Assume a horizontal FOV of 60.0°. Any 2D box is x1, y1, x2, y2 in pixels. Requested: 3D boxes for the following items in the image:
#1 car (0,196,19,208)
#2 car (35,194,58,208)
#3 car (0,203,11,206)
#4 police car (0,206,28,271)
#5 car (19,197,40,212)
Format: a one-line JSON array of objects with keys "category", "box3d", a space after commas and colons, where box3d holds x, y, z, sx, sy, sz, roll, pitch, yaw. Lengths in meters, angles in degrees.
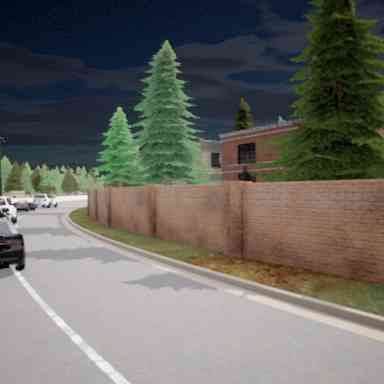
[{"category": "car", "box3d": [-13.269, 1.302, 22.561, 2.150, 2.045, 5.566, 0, 0, -25]}, {"category": "car", "box3d": [-21.973, 1.364, 49.954, 2.150, 2.045, 5.566, 0, 0, -5]}, {"category": "car", "box3d": [-10.947, 1.569, 17.864, 1.837, 1.490, 4.892, 0, 0, -28]}, {"category": "police car", "box3d": [-6.557, 1.463, 10.504, 1.930, 1.638, 5.238, 0, 0, -34]}, {"category": "car", "box3d": [-20.234, 1.689, 40.036, 1.994, 1.385, 4.181, 0, 0, -11]}]
